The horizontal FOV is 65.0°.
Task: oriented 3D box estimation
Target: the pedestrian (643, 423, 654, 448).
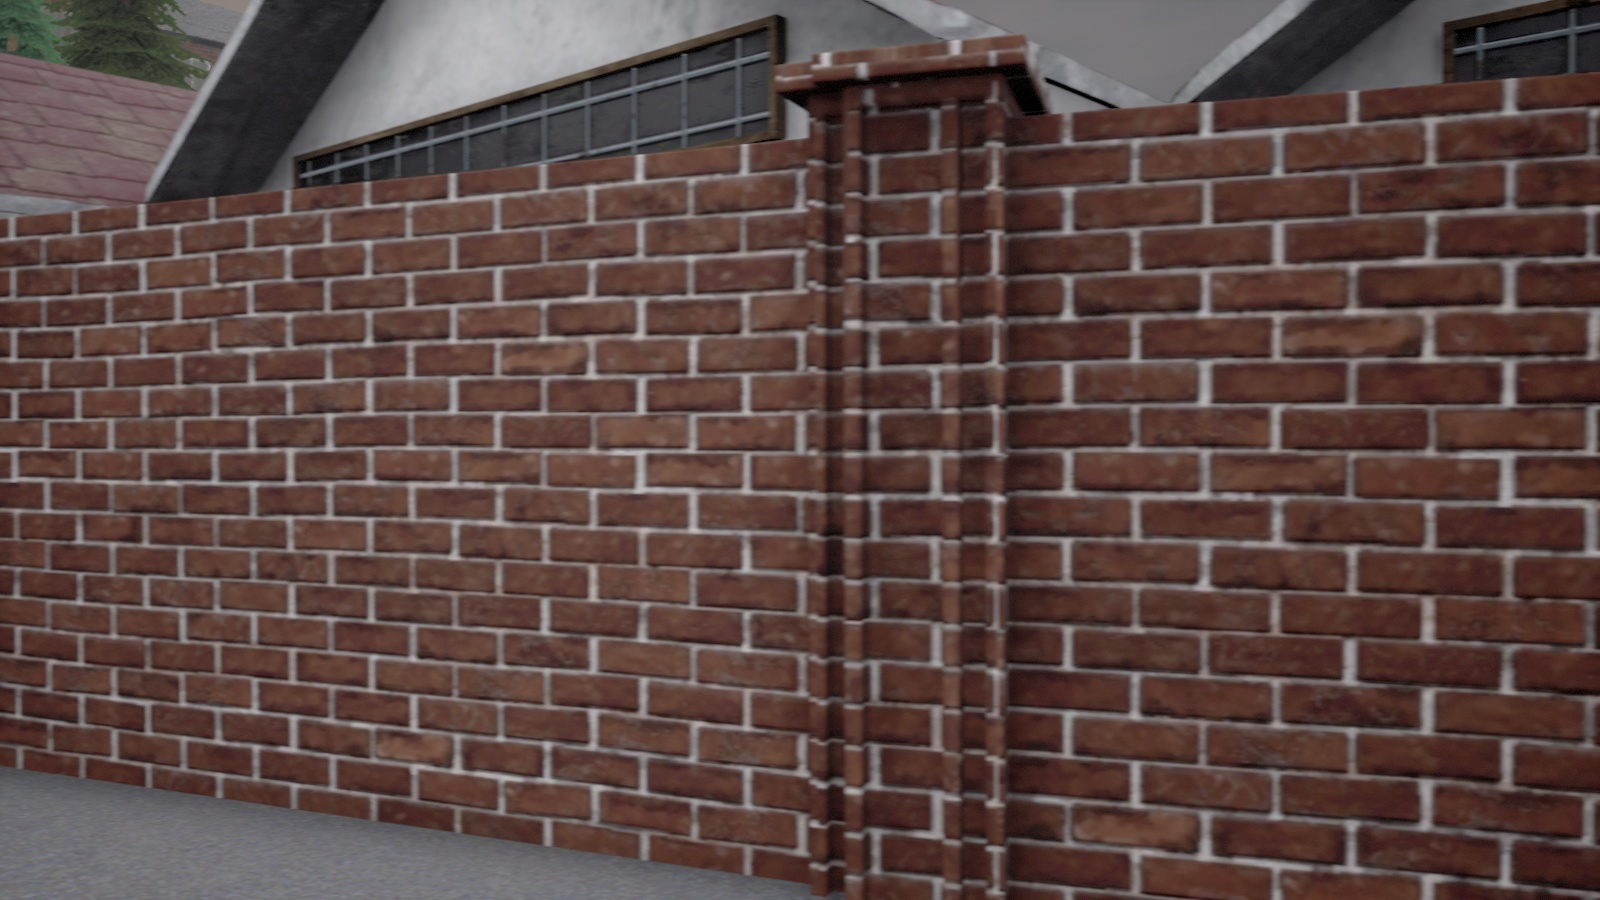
[{"bbox_3d":[-11.082,-1.055,91.892,0.703,1.840,0.431,1,1,43],"label":"pedestrian"}]
